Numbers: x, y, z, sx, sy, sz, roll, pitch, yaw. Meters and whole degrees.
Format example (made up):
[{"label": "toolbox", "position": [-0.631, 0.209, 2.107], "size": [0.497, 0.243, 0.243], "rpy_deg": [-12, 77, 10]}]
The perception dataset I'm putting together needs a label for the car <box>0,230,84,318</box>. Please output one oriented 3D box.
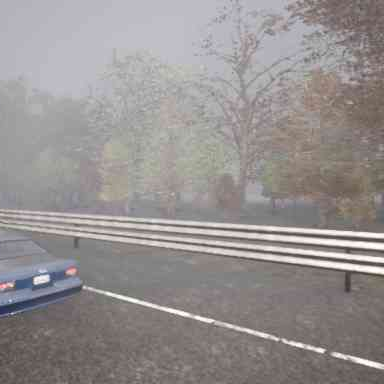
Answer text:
[{"label": "car", "position": [-4.613, 1.550, 7.178], "size": [5.357, 1.411, 2.033], "rpy_deg": [0, 0, 36]}]
